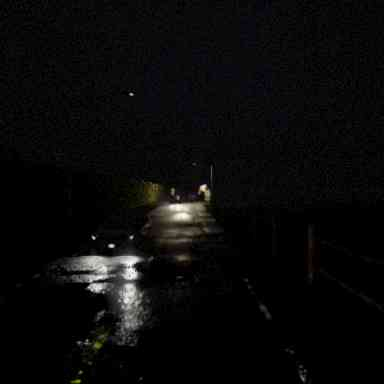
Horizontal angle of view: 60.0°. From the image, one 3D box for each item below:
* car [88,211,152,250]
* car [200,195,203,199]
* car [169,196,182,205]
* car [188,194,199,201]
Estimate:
[{"bbox_3d":[-2.848,1.528,14.458,2.033,1.411,5.357,0,0,0],"label":"car"},{"bbox_3d":[1.299,1.282,93.965,1.882,1.535,5.008,1,1,37],"label":"car"},{"bbox_3d":[-2.814,1.395,56.234,2.128,1.511,4.902,0,0,0],"label":"car"},{"bbox_3d":[-0.001,1.208,78.016,2.128,1.511,4.902,0,0,0],"label":"car"}]
